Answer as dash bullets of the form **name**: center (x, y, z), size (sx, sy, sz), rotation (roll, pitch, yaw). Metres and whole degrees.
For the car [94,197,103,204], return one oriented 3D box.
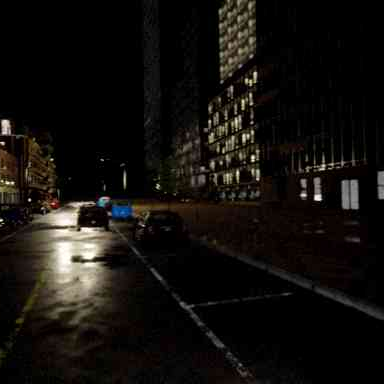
- **car**: center (-23.525, 2.154, 83.864), size (1.967, 1.590, 4.097), rotation (0, 0, -18)

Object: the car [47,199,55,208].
- **car**: center (-19.610, 2.032, 44.012), size (1.752, 1.417, 4.829), rotation (0, 0, -18)

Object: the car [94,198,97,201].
- **car**: center (-20.192, 2.140, 73.413), size (1.752, 1.417, 4.829), rotation (0, 0, -18)

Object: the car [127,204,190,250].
- **car**: center (-1.526, 1.515, 14.884), size (1.967, 1.590, 4.097), rotation (0, 0, -18)

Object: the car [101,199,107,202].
- **car**: center (-9.986, 1.899, 41.413), size (1.802, 1.307, 4.206), rotation (0, 0, -18)

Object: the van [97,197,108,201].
- **van**: center (-15.065, 1.805, 57.335), size (1.690, 1.788, 3.998), rotation (0, 0, -18)

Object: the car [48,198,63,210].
- **car**: center (-23.047, 1.922, 54.788), size (2.192, 1.841, 5.009), rotation (0, 0, -18)

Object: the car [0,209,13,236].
- **car**: center (-11.200, 1.816, 17.643), size (2.008, 1.369, 4.403), rotation (0, 0, -18)

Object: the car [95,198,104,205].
- **car**: center (-21.833, 2.208, 78.557), size (1.887, 1.381, 4.507), rotation (0, 0, -18)

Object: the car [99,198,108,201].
- **car**: center (-11.730, 1.893, 46.881), size (1.752, 1.417, 4.829), rotation (0, 0, -18)

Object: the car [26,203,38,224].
- **car**: center (-14.533, 1.886, 28.094), size (1.752, 1.417, 4.829), rotation (0, 0, -18)

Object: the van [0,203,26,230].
- **van**: center (-12.893, 1.655, 22.952), size (1.690, 1.788, 3.998), rotation (0, 0, -18)

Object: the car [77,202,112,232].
- **car**: center (-6.595, 1.670, 22.157), size (1.882, 1.535, 5.008), rotation (-1, 0, -17)

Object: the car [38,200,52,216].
- **car**: center (-17.969, 2.010, 38.867), size (2.008, 1.369, 4.403), rotation (0, 0, -18)

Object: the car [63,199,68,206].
- **car**: center (-28.123, 2.301, 70.704), size (1.887, 1.381, 4.507), rotation (0, 0, -18)

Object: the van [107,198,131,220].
- **van**: center (-6.603, 1.561, 30.804), size (1.690, 1.788, 3.998), rotation (0, 0, -18)
